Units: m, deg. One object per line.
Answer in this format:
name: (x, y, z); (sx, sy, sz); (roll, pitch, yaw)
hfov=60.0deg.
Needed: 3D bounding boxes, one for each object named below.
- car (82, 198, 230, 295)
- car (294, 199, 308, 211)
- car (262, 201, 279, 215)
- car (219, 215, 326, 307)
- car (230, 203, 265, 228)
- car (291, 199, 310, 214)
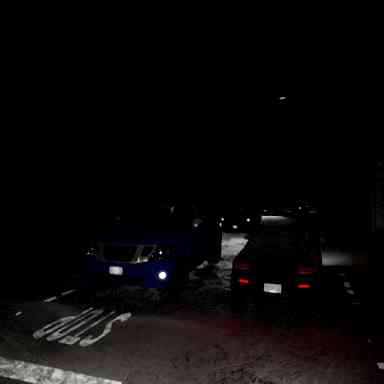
car: (-0.666, 1.223, 9.301); (2.150, 2.045, 5.566); (0, 0, 18)
car: (15.379, 1.743, 46.883); (1.882, 1.535, 5.008); (0, -1, 19)
car: (7.700, 1.636, 33.841); (1.994, 1.385, 4.181); (0, -1, 20)
car: (2.162, 1.527, 8.034); (1.812, 1.442, 4.674); (0, 0, 19)
car: (3.065, 1.605, 20.316); (1.895, 1.301, 4.718); (0, 0, 19)
car: (12.204, 1.693, 37.380); (1.994, 1.385, 4.181); (0, -1, 19)
